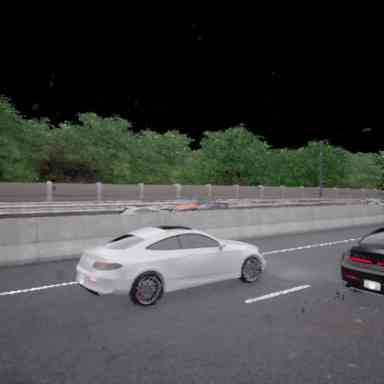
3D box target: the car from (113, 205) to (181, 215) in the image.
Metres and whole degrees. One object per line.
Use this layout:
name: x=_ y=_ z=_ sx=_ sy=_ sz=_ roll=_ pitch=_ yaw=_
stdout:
car: x=-3.223 y=1.536 z=18.875 sx=4.674 sy=1.442 sz=1.812 roll=0 pitch=0 yaw=-35

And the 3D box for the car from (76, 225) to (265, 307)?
car: x=-0.315 y=1.531 z=7.943 sx=4.674 sy=1.442 sz=1.812 roll=0 pitch=0 yaw=-35

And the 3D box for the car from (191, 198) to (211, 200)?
car: x=0.524 y=1.371 z=30.091 sx=4.553 sy=1.767 sz=2.097 roll=0 pitch=0 yaw=-35

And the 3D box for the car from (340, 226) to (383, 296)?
car: x=5.381 y=1.517 z=7.703 sx=4.892 sy=1.490 sz=1.837 roll=0 pitch=0 yaw=-35

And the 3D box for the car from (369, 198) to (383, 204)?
car: x=28.422 y=1.620 z=49.945 sx=4.902 sy=1.511 sz=2.128 roll=1 pitch=0 yaw=-35

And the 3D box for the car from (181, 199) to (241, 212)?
car: x=1.572 y=1.567 z=26.551 sx=5.357 sy=1.411 sz=2.033 roll=0 pitch=0 yaw=-35
